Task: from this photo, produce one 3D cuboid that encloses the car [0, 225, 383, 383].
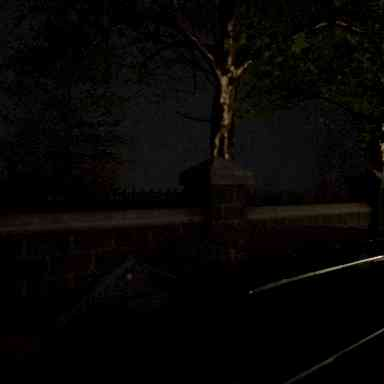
[{"bbox_3d":[0.273,1.295,2.614,5.009,1.841,2.192,0,0,-35],"label":"car"}]
